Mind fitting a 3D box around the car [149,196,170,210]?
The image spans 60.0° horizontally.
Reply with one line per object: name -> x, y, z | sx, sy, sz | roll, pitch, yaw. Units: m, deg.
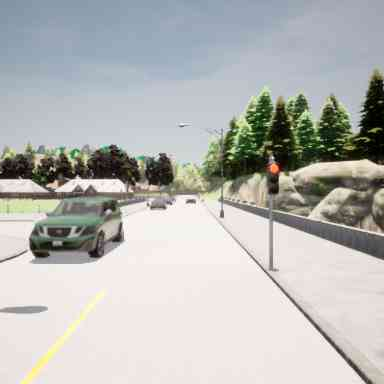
car -> -4.222, 1.526, 42.700 | 1.812, 1.442, 4.674 | 0, 0, -1

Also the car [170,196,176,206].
car -> -4.245, 1.547, 56.843 | 2.033, 1.411, 5.357 | 0, 0, 0

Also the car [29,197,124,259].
car -> -4.137, 1.220, 12.966 | 2.150, 2.045, 5.566 | 0, 0, 0

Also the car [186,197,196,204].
car -> -0.180, 1.601, 63.408 | 1.895, 1.301, 4.718 | 0, 0, 0
